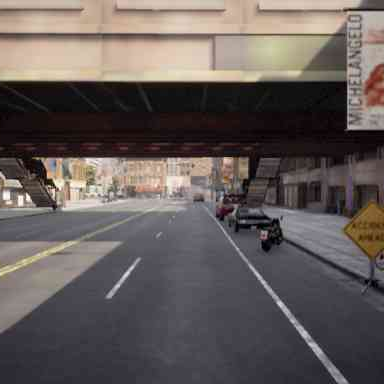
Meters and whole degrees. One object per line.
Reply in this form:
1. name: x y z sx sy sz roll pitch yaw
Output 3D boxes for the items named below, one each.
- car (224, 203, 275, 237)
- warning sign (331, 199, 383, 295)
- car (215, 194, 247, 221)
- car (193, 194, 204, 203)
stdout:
1. car: 3.225 1.569 19.584 1.895 1.301 4.718 0 0 0
2. warning sign: 3.800 1.088 7.032 1.300 1.860 1.060 0 0 0
3. car: 3.180 1.203 26.981 2.435 2.045 5.566 0 0 0
4. car: 1.331 1.324 67.064 2.150 2.045 5.566 0 0 0
